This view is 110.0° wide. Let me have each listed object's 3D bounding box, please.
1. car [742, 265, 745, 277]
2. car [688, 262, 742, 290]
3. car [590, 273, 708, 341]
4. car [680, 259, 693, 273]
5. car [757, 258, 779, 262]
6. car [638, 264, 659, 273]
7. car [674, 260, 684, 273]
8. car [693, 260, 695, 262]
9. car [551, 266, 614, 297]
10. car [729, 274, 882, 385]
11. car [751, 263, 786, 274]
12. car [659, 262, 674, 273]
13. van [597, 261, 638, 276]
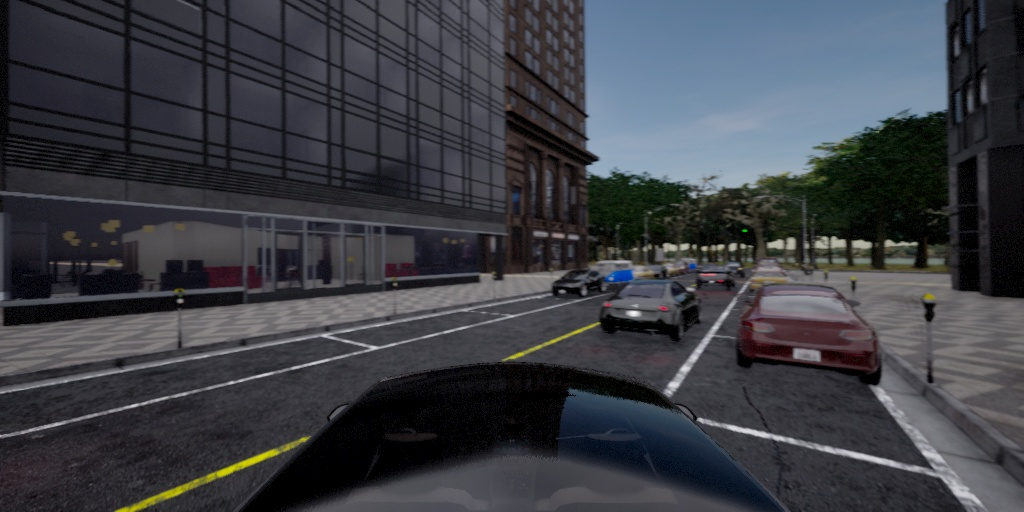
[{"bbox_3d":[21.903,1.322,35.467,1.812,1.442,4.674,-1,-1,35],"label":"car"},{"bbox_3d":[12.888,1.276,22.594,2.128,1.511,4.902,-1,0,35],"label":"car"},{"bbox_3d":[4.054,1.340,10.167,1.994,1.385,4.181,-1,-1,35],"label":"car"},{"bbox_3d":[19.566,1.322,42.087,1.967,1.591,4.097,0,0,35],"label":"car"},{"bbox_3d":[20.212,1.191,28.285,1.967,1.591,4.097,0,0,35],"label":"car"},{"bbox_3d":[10.016,1.395,28.654,1.751,1.417,4.829,0,0,35],"label":"car"},{"bbox_3d":[16.317,1.403,37.517,1.751,1.417,4.829,0,0,35],"label":"car"},{"bbox_3d":[22.323,1.445,41.246,1.895,1.301,4.718,-1,-1,36],"label":"car"},{"bbox_3d":[3.813,1.430,19.929,1.948,1.339,4.313,0,0,35],"label":"car"},{"bbox_3d":[5.570,1.257,7.041,1.812,1.442,4.674,-1,-1,35],"label":"car"},{"bbox_3d":[14.009,1.269,19.560,1.751,1.417,4.829,0,0,35],"label":"car"},{"bbox_3d":[13.264,1.439,33.224,1.948,1.339,4.313,0,0,35],"label":"car"},{"bbox_3d":[6.963,1.208,24.360,1.690,1.789,3.998,0,0,35],"label":"van"}]
